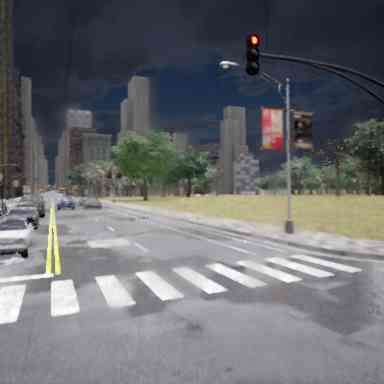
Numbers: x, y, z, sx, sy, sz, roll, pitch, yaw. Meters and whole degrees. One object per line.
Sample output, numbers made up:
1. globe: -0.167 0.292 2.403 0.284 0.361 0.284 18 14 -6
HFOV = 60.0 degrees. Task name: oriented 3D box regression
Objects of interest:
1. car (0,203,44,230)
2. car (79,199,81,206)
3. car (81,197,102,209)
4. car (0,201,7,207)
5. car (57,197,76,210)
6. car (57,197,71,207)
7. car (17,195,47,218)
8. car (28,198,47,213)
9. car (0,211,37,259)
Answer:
1. car: -10.621 1.641 20.937 1.895 1.301 4.718 -1 0 -22
2. car: -17.059 1.542 53.346 2.033 1.411 5.357 -1 0 -23
3. car: -13.188 1.547 44.116 1.994 1.385 4.181 -1 0 -23
4. car: -18.473 1.597 31.288 1.837 1.490 4.892 -1 0 -22
5. car: -16.176 1.374 42.830 2.097 1.767 4.553 -1 0 -23
6. car: -20.056 1.560 52.089 1.812 1.442 4.674 -1 0 -23
7. car: -14.592 1.272 30.422 2.150 2.045 5.566 -1 0 -23
8. car: -18.584 1.538 40.108 1.882 1.535 5.008 -1 0 -22
9. car: -7.060 1.633 12.496 1.895 1.301 4.718 -1 0 -23
